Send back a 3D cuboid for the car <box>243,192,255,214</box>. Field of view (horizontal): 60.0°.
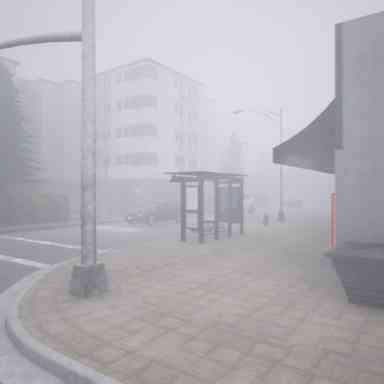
[{"bbox_3d":[3.937,1.064,30.979,2.150,2.045,5.566,0,0,36],"label":"car"}]

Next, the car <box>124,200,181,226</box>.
[{"bbox_3d":[-2.369,1.349,22.205,1.837,1.490,4.892,0,0,36],"label":"car"}]

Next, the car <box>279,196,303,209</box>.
[{"bbox_3d":[12.976,1.359,43.418,1.882,1.535,5.008,0,0,36],"label":"car"}]
